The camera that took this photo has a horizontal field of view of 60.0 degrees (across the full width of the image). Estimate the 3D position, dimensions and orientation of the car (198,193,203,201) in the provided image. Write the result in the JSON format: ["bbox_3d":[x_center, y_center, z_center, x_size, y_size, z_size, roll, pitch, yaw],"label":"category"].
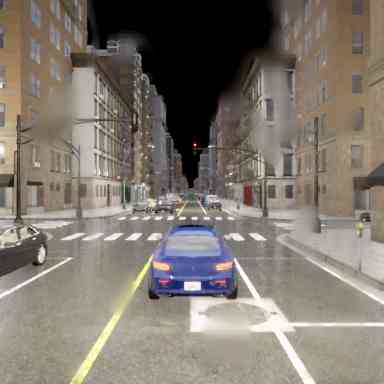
[{"bbox_3d":[2.763,1.307,62.735,2.192,1.841,5.009,0,0,0],"label":"car"}]

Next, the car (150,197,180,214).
[{"bbox_3d":[-2.762,1.544,35.259,2.033,1.411,5.357,0,0,2],"label":"car"}]

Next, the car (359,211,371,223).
[{"bbox_3d":[15.113,1.636,24.042,5.357,1.411,2.033,0,0,0],"label":"car"}]

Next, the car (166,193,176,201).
[{"bbox_3d":[-5.277,1.305,84.373,2.192,1.841,5.009,0,0,0],"label":"car"}]

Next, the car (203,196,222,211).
[{"bbox_3d":[2.717,1.546,41.110,2.008,1.369,4.403,0,0,0],"label":"car"}]

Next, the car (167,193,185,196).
[{"bbox_3d":[-2.695,1.471,56.579,1.882,1.535,5.008,0,0,1],"label":"car"}]

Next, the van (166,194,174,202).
[{"bbox_3d":[-5.282,1.332,78.967,1.690,1.788,3.998,0,0,0],"label":"van"}]

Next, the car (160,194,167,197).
[{"bbox_3d":[-5.302,1.433,57.342,1.967,1.590,4.097,0,0,0],"label":"car"}]

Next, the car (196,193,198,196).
[{"bbox_3d":[2.831,1.534,95.172,1.887,1.381,4.507,0,0,0],"label":"car"}]

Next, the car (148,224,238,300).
[{"bbox_3d":[0.034,1.526,8.284,1.812,1.442,4.674,0,0,1],"label":"car"}]

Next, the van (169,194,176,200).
[{"bbox_3d":[-5.272,1.331,89.779,1.690,1.788,3.998,0,0,0],"label":"van"}]

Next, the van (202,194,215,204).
[{"bbox_3d":[2.728,1.335,46.516,1.690,1.788,3.998,0,0,0],"label":"van"}]

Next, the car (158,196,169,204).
[{"bbox_3d":[-5.298,1.518,62.578,1.752,1.417,4.829,0,0,0],"label":"car"}]

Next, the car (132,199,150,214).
[{"bbox_3d":[-5.322,1.547,35.717,2.008,1.369,4.403,0,0,0],"label":"car"}]

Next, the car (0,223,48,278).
[{"bbox_3d":[-5.370,1.550,8.842,2.008,1.369,4.403,0,0,0],"label":"car"}]

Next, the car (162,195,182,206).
[{"bbox_3d":[-2.721,1.520,45.987,1.812,1.442,4.674,0,0,0],"label":"car"}]

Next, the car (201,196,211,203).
[{"bbox_3d":[2.774,1.558,68.141,1.947,1.339,4.313,0,0,0],"label":"car"}]
